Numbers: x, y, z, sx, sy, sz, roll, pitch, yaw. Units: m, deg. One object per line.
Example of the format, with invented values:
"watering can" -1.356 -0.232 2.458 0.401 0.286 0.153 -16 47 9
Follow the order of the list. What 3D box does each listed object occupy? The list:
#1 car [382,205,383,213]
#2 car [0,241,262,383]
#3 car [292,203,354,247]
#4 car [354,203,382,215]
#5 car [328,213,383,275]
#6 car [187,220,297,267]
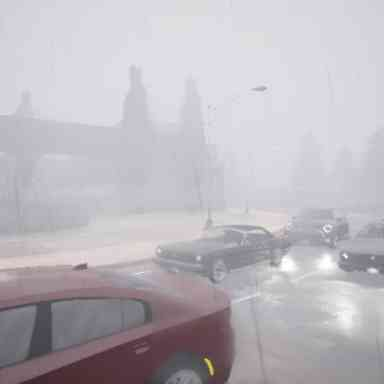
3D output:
"car" 23.087 1.676 37.358 2.097 1.767 4.553 0 0 2
"car" -1.814 1.505 2.964 5.008 1.535 1.882 1 -1 -37
"car" 5.899 1.487 15.455 2.097 1.767 4.553 0 -1 34
"car" 19.642 1.939 38.983 1.895 1.301 4.718 0 0 0
"car" 6.291 1.641 10.560 2.033 1.411 5.357 0 -1 39
"car" 1.119 1.690 10.065 1.895 1.301 4.718 0 -1 44
